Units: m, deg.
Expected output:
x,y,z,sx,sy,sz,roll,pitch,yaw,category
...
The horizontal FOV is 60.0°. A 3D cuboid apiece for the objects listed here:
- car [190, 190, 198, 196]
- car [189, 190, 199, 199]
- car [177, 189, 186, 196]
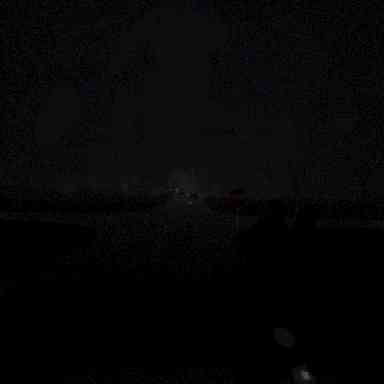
x,y,z,sx,sy,sz,roll,pitch,yaw,category
0.462,0.250,80.719,1.837,1.490,4.892,0,1,0,car
0.403,0.620,70.689,1.812,1.442,4.674,0,1,0,car
-2.318,0.074,75.725,1.882,1.535,5.008,0,1,0,car
